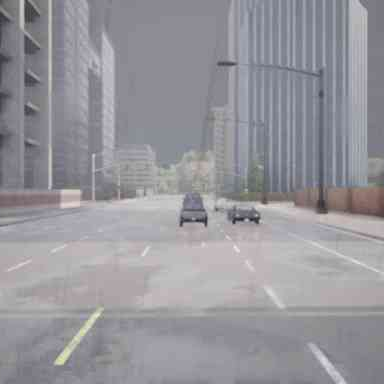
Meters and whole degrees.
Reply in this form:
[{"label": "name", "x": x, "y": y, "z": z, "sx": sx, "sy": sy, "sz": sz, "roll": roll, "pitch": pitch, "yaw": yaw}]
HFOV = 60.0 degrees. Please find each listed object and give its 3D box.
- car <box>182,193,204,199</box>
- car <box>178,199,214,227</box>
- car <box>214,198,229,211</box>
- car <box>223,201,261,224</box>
[{"label": "car", "x": 0.110, "y": 1.176, "z": 37.056, "sx": 2.150, "sy": 2.045, "sz": 5.566, "roll": 0, "pitch": 0, "yaw": 0}, {"label": "car", "x": 0.106, "y": 1.465, "z": 22.750, "sx": 2.128, "sy": 1.511, "sz": 4.902, "roll": 0, "pitch": 0, "yaw": 0}, {"label": "car", "x": 3.587, "y": 1.480, "z": 39.187, "sx": 1.812, "sy": 1.442, "sz": 4.674, "roll": 0, "pitch": 0, "yaw": 0}, {"label": "car", "x": 3.606, "y": 1.573, "z": 24.072, "sx": 1.895, "sy": 1.301, "sz": 4.718, "roll": 0, "pitch": 0, "yaw": 0}]
